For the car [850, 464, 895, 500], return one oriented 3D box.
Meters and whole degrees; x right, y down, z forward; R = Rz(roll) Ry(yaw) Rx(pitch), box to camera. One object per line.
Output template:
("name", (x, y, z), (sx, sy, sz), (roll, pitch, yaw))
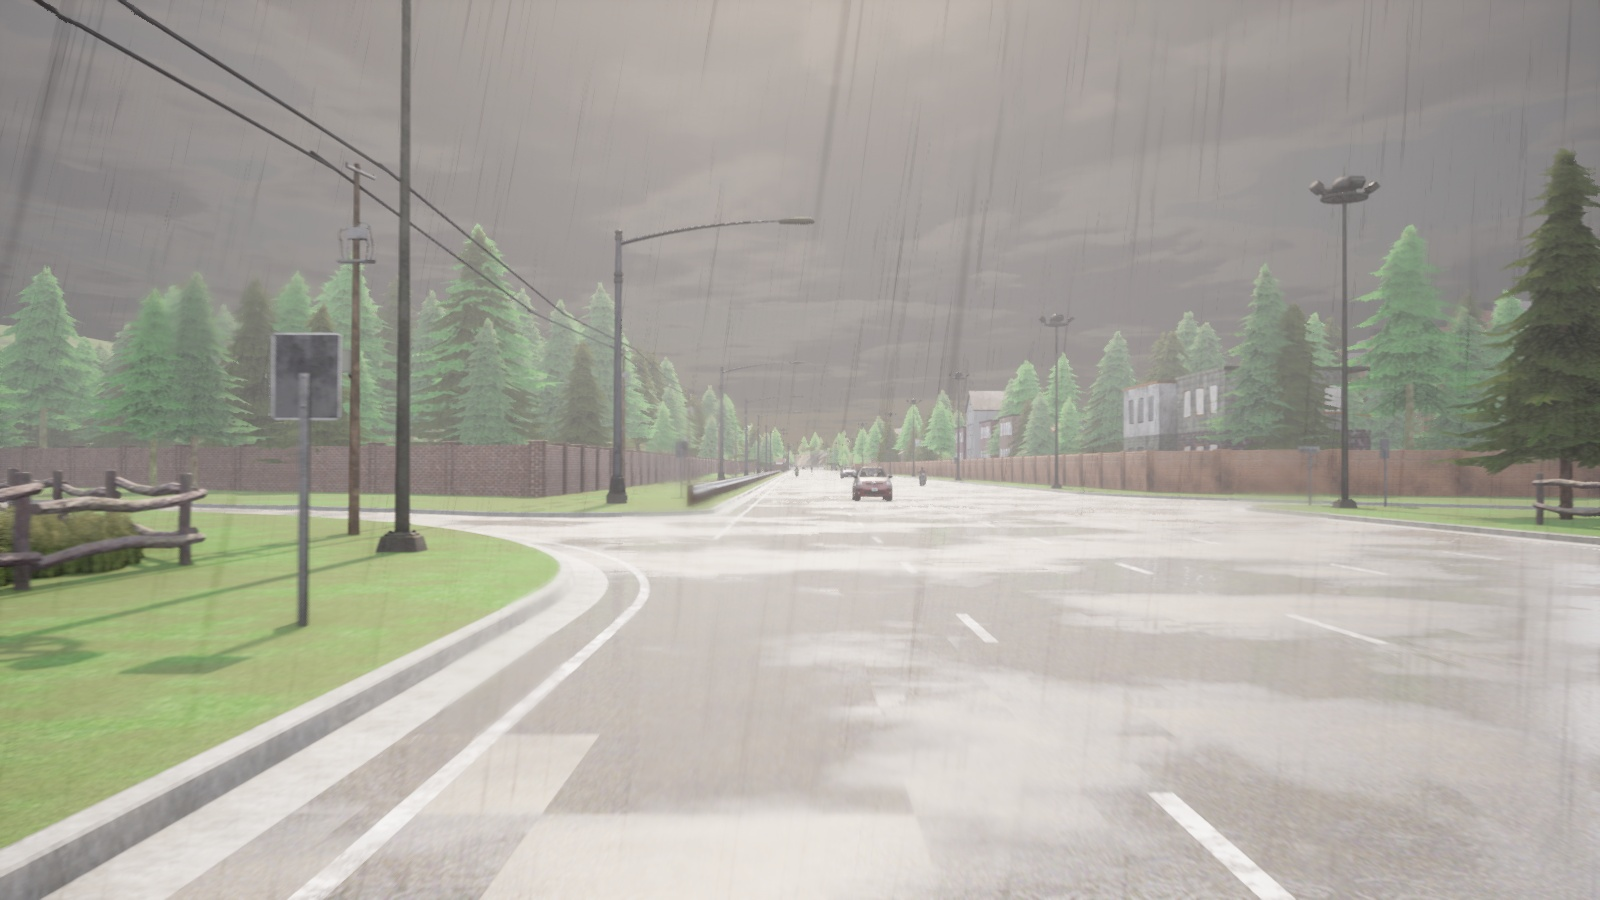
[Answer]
("car", (3.361, 1.486, 58.477), (1.851, 1.617, 3.988), (0, -1, 0))
